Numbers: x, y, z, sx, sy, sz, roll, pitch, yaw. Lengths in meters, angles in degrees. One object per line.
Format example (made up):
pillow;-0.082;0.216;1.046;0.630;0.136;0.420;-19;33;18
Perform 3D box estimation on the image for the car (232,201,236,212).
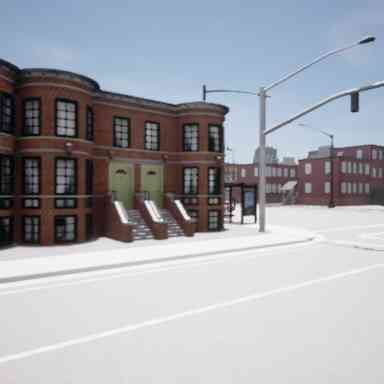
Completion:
car;2.811;1.351;39.573;2.150;2.045;5.566;0;0;-35
